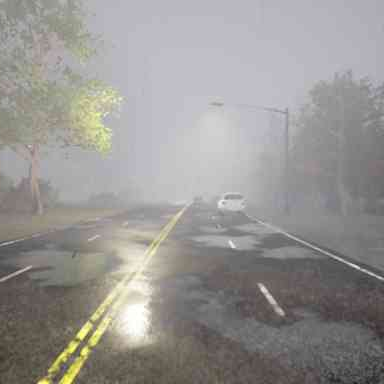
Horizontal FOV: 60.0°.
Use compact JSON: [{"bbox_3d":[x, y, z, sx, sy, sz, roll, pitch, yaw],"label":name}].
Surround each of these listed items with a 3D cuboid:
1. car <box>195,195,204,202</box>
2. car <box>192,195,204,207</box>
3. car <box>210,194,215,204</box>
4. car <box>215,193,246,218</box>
[{"bbox_3d":[1.580,1.383,71.867,1.812,1.442,4.674,0,0,3],"label":"car"},{"bbox_3d":[0.918,1.468,51.310,2.033,1.411,5.357,-1,1,2],"label":"car"},{"bbox_3d":[4.430,1.224,61.809,2.033,1.649,4.856,0,0,2],"label":"car"},{"bbox_3d":[3.554,1.108,30.560,2.150,2.045,5.566,0,0,1],"label":"car"}]
